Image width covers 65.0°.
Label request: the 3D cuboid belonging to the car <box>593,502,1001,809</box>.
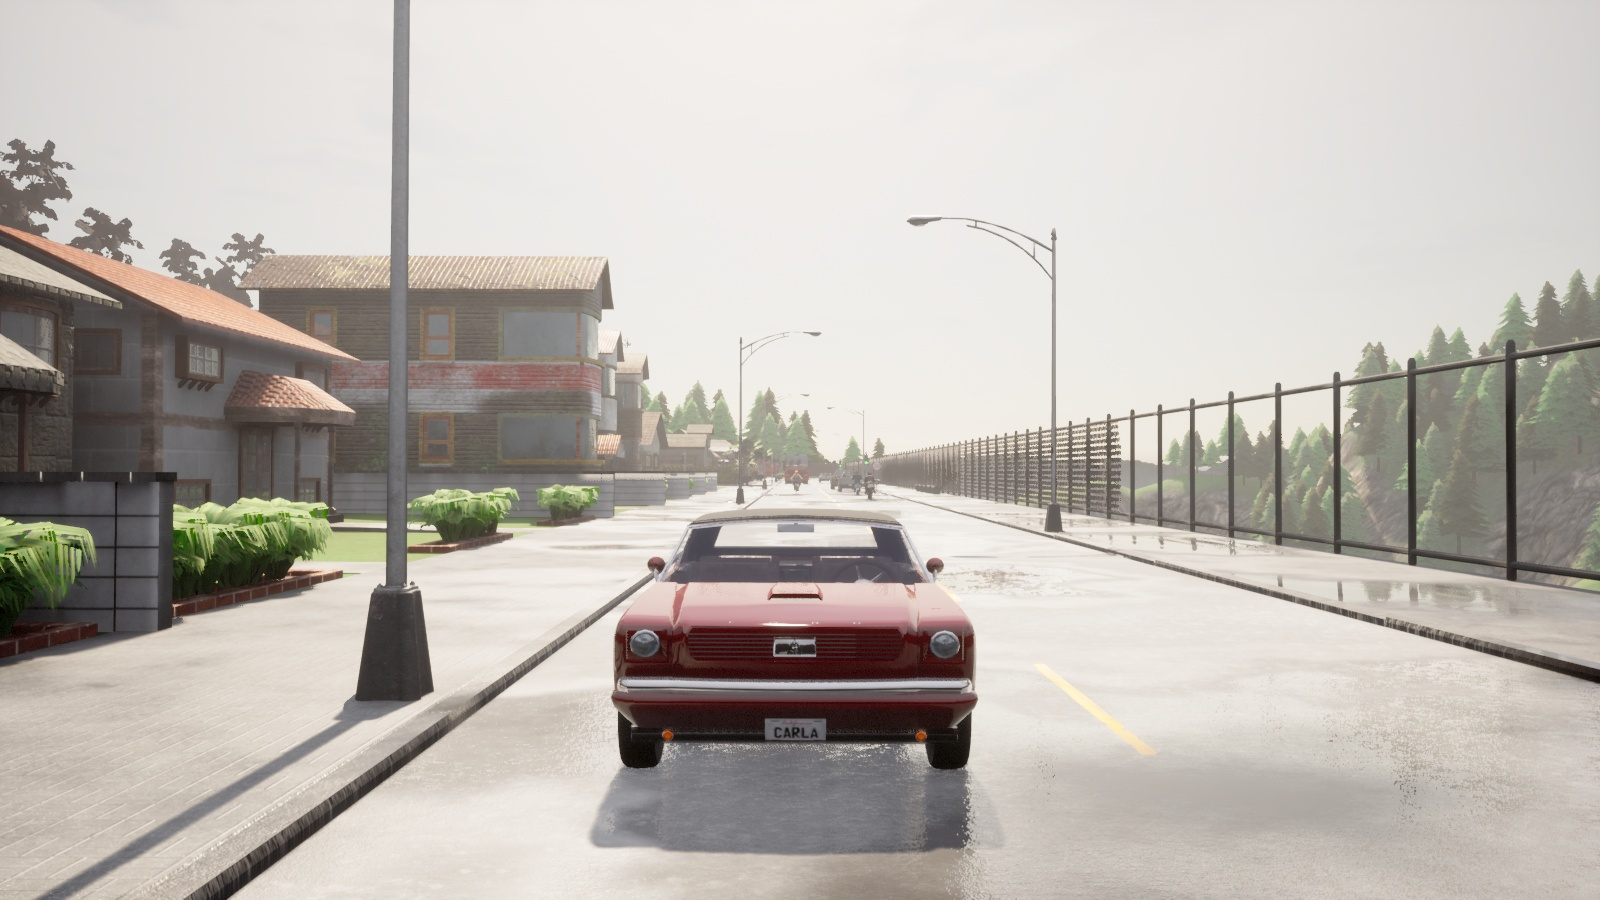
[{"bbox_3d":[-0.021,1.053,8.203,1.895,1.301,4.718,0,-1,0],"label":"car"}]

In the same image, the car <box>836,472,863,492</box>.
[{"bbox_3d":[3.759,2.418,95.719,1.845,1.501,3.633,0,-1,0],"label":"car"}]
